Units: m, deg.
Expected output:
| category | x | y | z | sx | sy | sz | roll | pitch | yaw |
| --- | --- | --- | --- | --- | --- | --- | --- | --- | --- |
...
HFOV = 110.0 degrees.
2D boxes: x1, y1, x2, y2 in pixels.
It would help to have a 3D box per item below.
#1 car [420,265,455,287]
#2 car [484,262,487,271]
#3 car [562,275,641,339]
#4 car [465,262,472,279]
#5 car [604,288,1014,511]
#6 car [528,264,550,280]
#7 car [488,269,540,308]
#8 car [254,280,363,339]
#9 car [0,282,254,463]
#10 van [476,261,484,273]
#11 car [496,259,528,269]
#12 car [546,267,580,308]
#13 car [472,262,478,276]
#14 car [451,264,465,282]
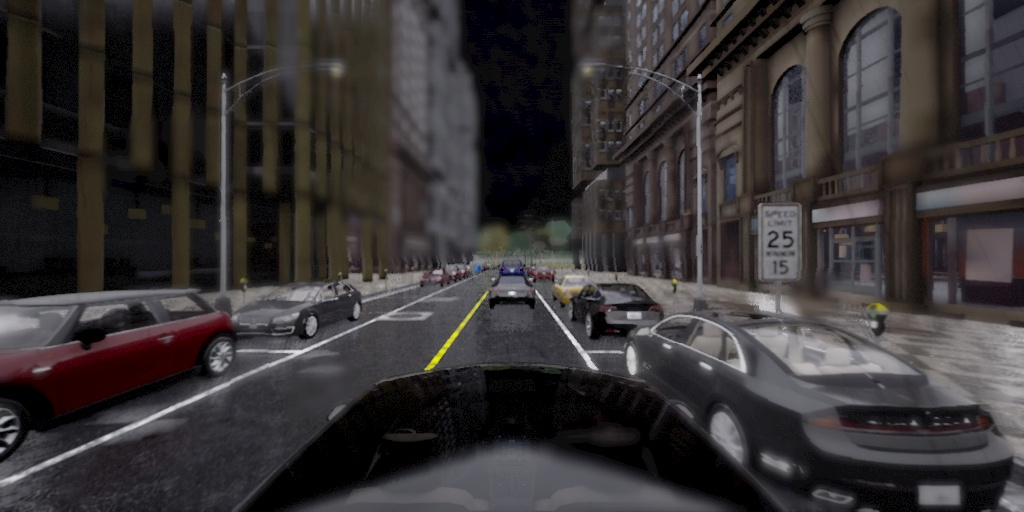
| category | x | y | z | sx | sy | sz | roll | pitch | yaw |
| --- | --- | --- | --- | --- | --- | --- | --- | --- | --- |
| car | -5.758 | 1.608 | 27.195 | 1.802 | 1.307 | 4.207 | 0 | 0 | 0 |
| car | -5.751 | 2.070 | 61.205 | 1.802 | 1.307 | 4.207 | 0 | 0 | 0 |
| car | 2.764 | 1.399 | 10.159 | 1.948 | 1.339 | 4.313 | 0 | 0 | 0 |
| car | -5.756 | 1.612 | 38.532 | 1.967 | 1.591 | 4.097 | 0 | 0 | 0 |
| car | 2.763 | 1.327 | 4.490 | 2.007 | 1.370 | 4.403 | 0 | 0 | 0 |
| car | 2.769 | 1.536 | 32.831 | 1.967 | 1.591 | 4.097 | 0 | 0 | 0 |
| car | 0.006 | 1.461 | 16.134 | 1.994 | 1.385 | 4.181 | 0 | -1 | 0 |
| car | -5.761 | 1.384 | 10.191 | 2.007 | 1.370 | 4.403 | 0 | 0 | 0 |
| car | -5.762 | 1.217 | 4.522 | 1.967 | 1.591 | 4.097 | 0 | 0 | 0 |
| van | -5.752 | 1.747 | 55.538 | 1.690 | 1.789 | 3.998 | 0 | 0 | 0 |
| car | 0.007 | 1.288 | 30.884 | 2.150 | 2.045 | 5.566 | 0 | -1 | 0 |
| car | 2.765 | 1.419 | 15.996 | 1.751 | 1.417 | 4.829 | 0 | 0 | 0 |
| car | -5.755 | 1.800 | 44.200 | 2.007 | 1.370 | 4.403 | 0 | 0 | 0 |
| car | -5.757 | 1.537 | 32.862 | 1.967 | 1.591 | 4.097 | 0 | 0 | 0 |
